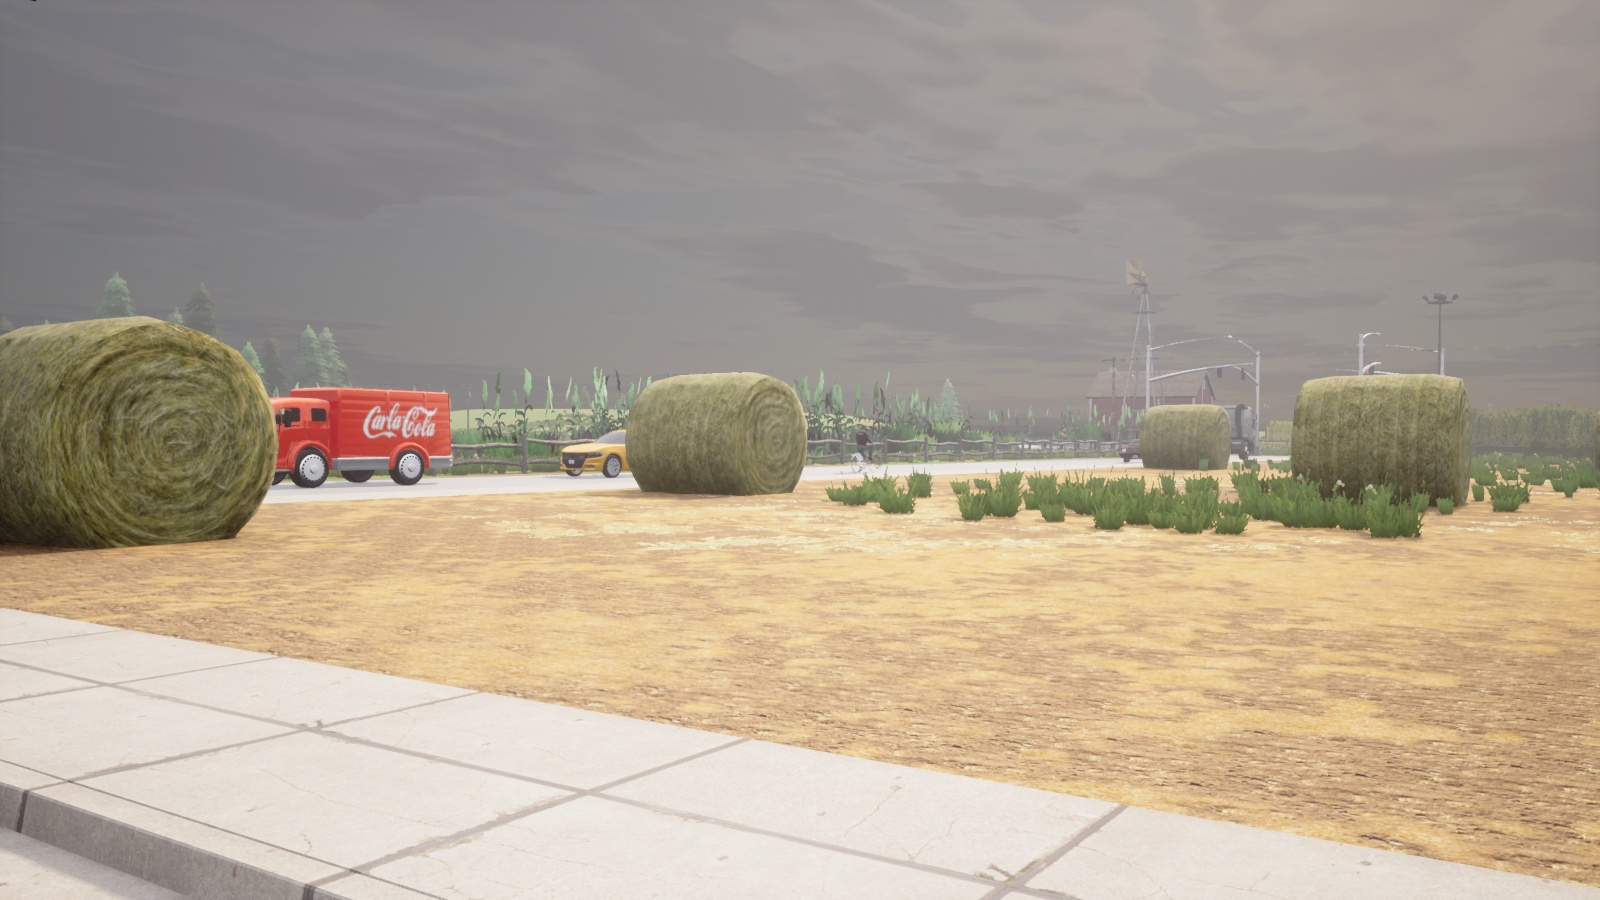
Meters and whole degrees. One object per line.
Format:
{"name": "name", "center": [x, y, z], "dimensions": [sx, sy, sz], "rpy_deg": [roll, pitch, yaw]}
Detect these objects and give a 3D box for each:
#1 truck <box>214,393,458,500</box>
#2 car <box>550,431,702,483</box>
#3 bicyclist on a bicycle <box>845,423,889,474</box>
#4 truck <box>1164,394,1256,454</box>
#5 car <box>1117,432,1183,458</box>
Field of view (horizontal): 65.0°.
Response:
{"name": "truck", "center": [-11.702, -0.121, 32.009], "dimensions": [2.627, 2.467, 5.204], "rpy_deg": [0, 1, 36]}
{"name": "car", "center": [-5.506, 0.172, 40.422], "dimensions": [1.882, 1.535, 5.008], "rpy_deg": [0, 1, 36]}
{"name": "bicyclist on a bicycle", "center": [2.413, -0.073, 45.270], "dimensions": [0.659, 1.776, 1.843], "rpy_deg": [0, 1, 36]}
{"name": "truck", "center": [24.800, -1.543, 75.659], "dimensions": [2.891, 3.462, 7.936], "rpy_deg": [0, 1, 36]}
{"name": "car", "center": [18.892, -0.298, 67.641], "dimensions": [1.895, 1.301, 4.718], "rpy_deg": [0, 1, 36]}
